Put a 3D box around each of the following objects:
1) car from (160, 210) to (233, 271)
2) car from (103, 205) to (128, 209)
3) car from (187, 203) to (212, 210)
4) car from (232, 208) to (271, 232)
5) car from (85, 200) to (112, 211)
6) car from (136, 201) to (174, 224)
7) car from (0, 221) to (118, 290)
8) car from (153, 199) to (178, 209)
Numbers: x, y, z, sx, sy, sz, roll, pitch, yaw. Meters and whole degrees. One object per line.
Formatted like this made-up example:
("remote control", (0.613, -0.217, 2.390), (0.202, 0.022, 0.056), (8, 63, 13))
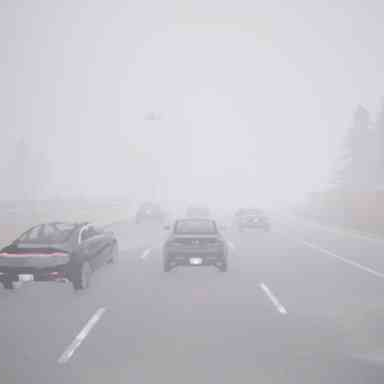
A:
("car", (0.099, 1.585, 11.197), (1.837, 1.490, 4.892), (0, 0, 0))
("car", (-10.280, 1.687, 47.258), (2.097, 1.767, 4.553), (0, 0, 16))
("car", (0.644, 1.680, 28.390), (1.882, 1.535, 5.008), (0, 0, 5))
("car", (3.669, 1.700, 21.303), (2.033, 1.411, 5.357), (0, 0, 1))
("car", (-13.553, 1.910, 48.554), (1.994, 1.385, 4.181), (0, -1, 15))
("car", (-3.019, 1.541, 26.560), (2.097, 1.767, 4.553), (0, 0, 4))
("car", (-3.402, 1.558, 9.255), (2.128, 1.511, 4.902), (0, 0, 0))
("car", (-4.307, 1.936, 54.797), (2.033, 1.411, 5.357), (0, 0, 20))
